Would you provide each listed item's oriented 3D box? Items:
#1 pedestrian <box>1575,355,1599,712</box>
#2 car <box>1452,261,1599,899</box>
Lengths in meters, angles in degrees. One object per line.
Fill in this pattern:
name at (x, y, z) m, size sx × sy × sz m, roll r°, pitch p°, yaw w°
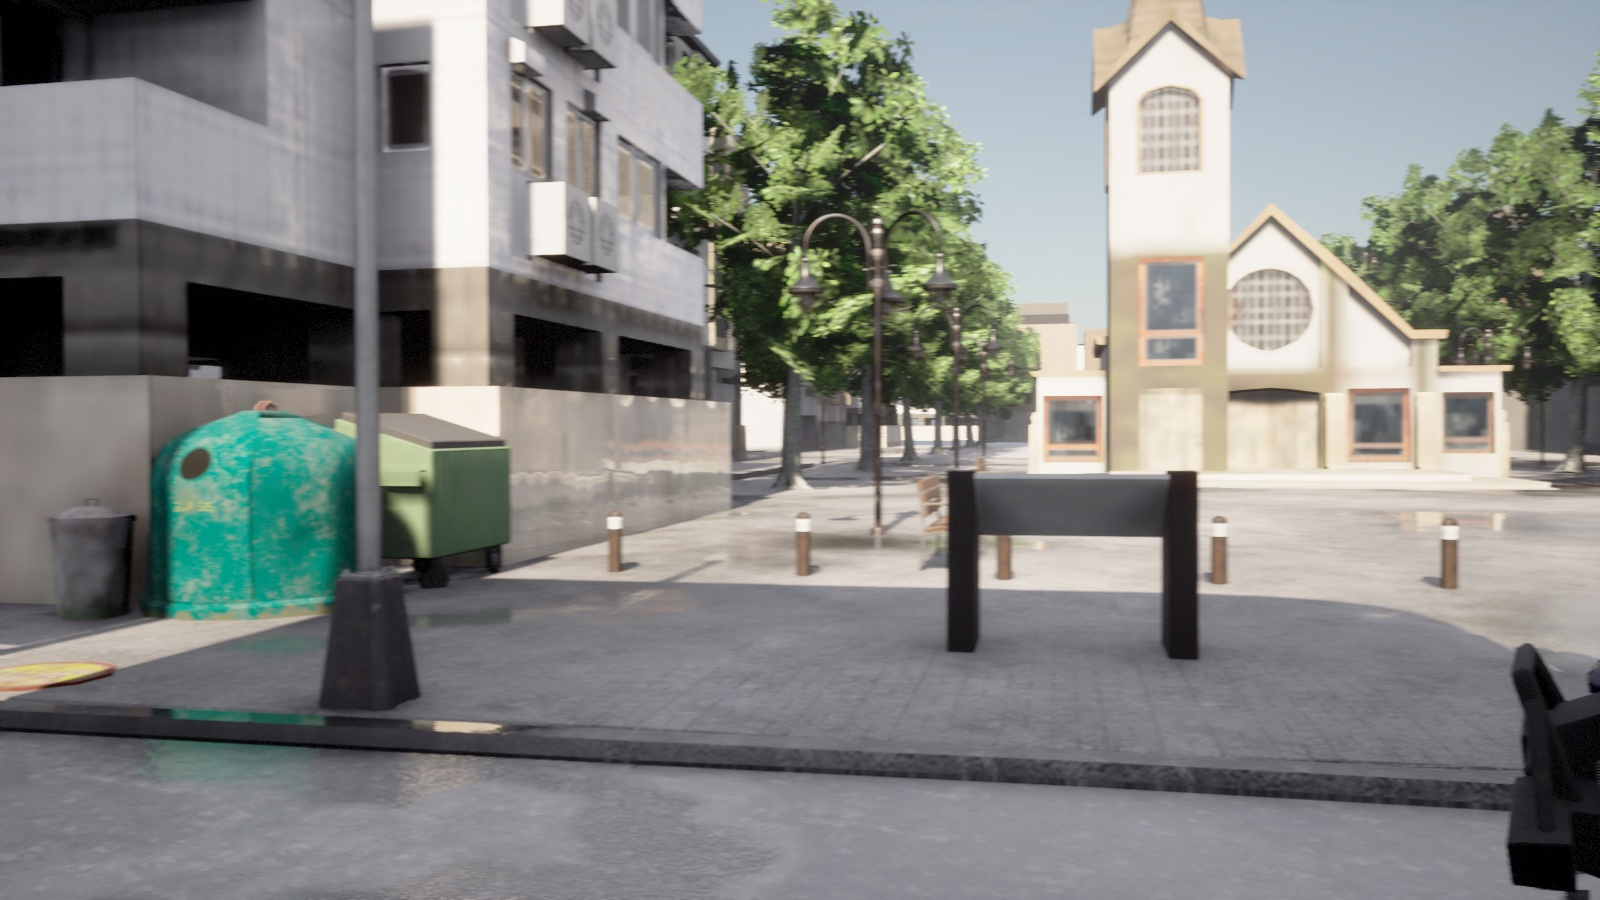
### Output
pedestrian at (4.453, 0.431, 6.510) m, size 0.709 × 1.840 × 0.431 m, roll 1°, pitch 1°, yaw 31°
car at (3.459, 0.591, 2.341) m, size 3.866 × 1.878 × 1.905 m, roll 1°, pitch 1°, yaw 31°
